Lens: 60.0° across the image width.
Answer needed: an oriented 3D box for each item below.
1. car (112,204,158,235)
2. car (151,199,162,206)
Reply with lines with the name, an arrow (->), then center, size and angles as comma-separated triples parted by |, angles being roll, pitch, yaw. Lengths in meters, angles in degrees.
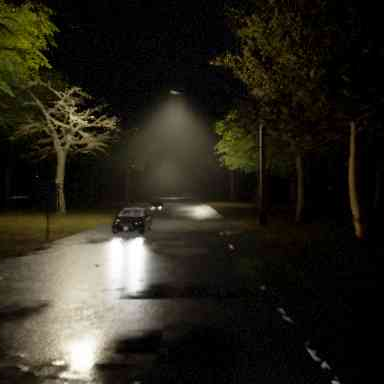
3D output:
car -> -3.613, 1.728, 20.626 | 2.128, 1.511, 4.902 | 0, 0, 0
car -> -6.536, 1.962, 62.021 | 1.994, 1.385, 4.181 | 0, 0, -5
